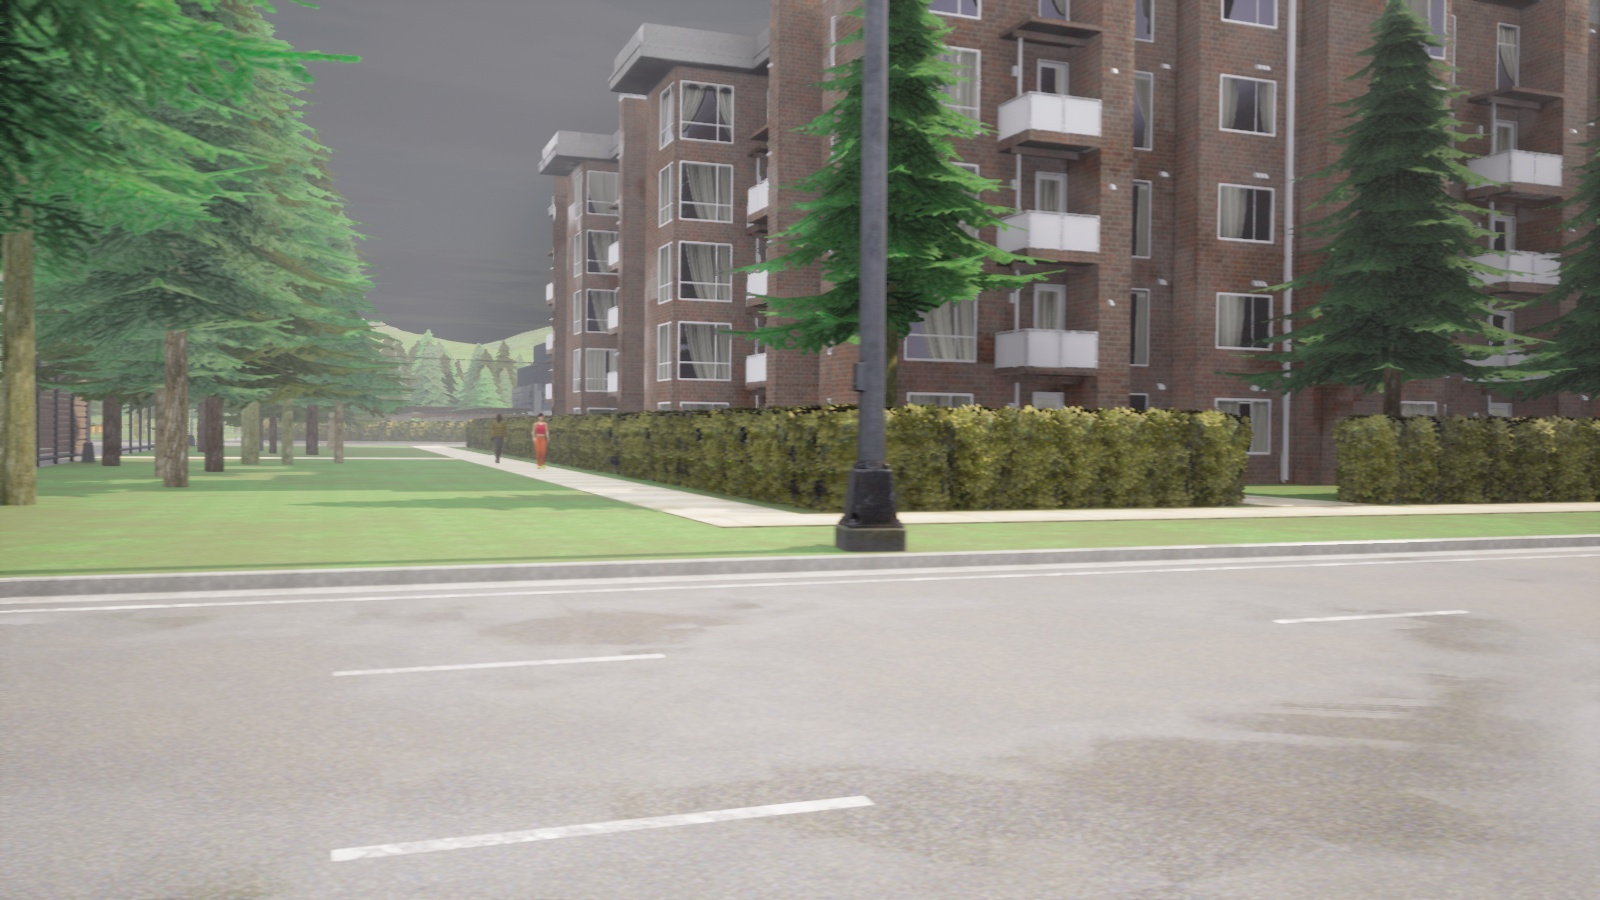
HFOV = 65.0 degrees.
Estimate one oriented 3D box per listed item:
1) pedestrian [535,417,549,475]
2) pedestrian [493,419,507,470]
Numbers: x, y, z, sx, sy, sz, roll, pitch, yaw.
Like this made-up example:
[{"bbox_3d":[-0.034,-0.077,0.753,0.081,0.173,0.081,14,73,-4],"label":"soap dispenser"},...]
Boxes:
[{"bbox_3d":[-8.300,-0.141,40.392,0.345,1.836,0.594,-1,1,-21],"label":"pedestrian"},{"bbox_3d":[-10.937,-0.199,45.723,0.370,1.835,0.726,-1,1,-21],"label":"pedestrian"}]
